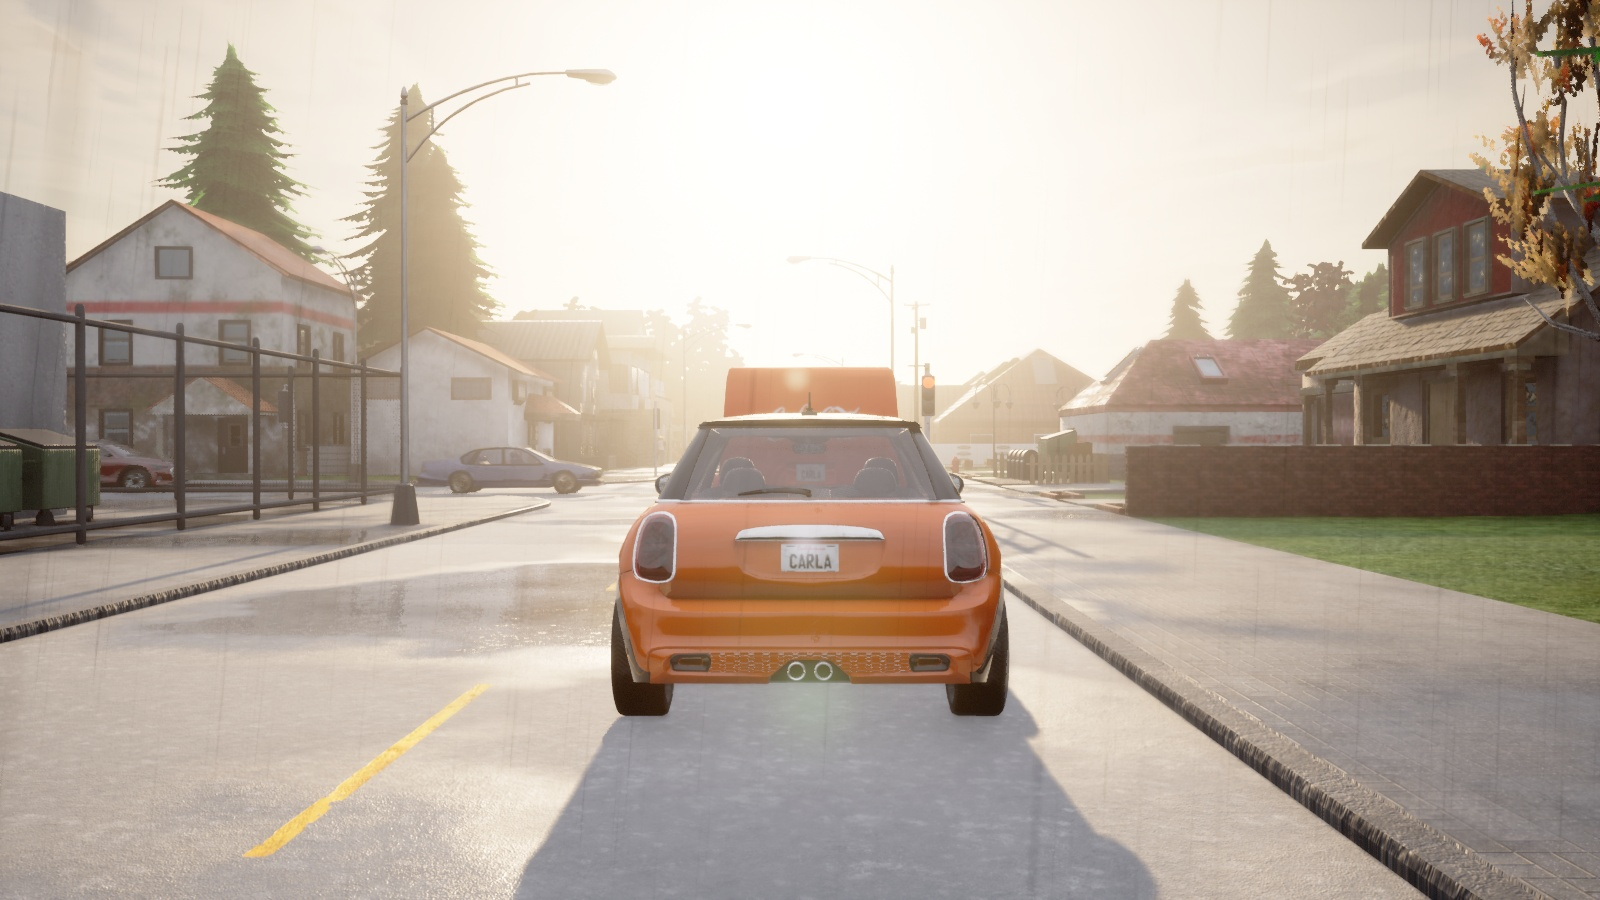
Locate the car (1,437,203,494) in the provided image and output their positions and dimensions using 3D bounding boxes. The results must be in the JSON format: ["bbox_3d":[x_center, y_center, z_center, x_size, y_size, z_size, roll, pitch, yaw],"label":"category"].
[{"bbox_3d":[-20.625,0.450,37.236,4.856,1.649,2.033,0,0,0],"label":"car"}]

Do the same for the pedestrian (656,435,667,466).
[{"bbox_3d":[-8.267,0.026,75.105,0.354,1.836,0.706,0,0,23],"label":"pedestrian"}]

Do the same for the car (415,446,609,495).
[{"bbox_3d":[-8.462,0.577,37.297,5.357,1.411,2.033,0,0,-3],"label":"car"}]

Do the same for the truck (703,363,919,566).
[{"bbox_3d":[0.125,0.159,17.875,2.627,2.467,5.204,0,0,0],"label":"truck"}]

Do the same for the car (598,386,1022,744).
[{"bbox_3d":[0.062,0.557,8.482,2.097,1.767,4.553,0,0,0],"label":"car"}]
